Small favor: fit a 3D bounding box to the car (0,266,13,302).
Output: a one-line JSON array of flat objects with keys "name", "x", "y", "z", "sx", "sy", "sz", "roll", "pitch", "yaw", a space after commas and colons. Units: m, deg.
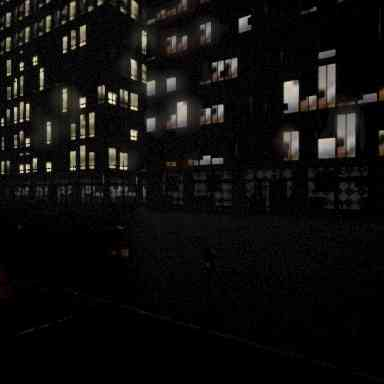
[{"name": "car", "x": -5.549, "y": 1.526, "z": 6.846, "sx": 4.829, "sy": 1.417, "sz": 1.752, "roll": 0, "pitch": 0, "yaw": 36}]
